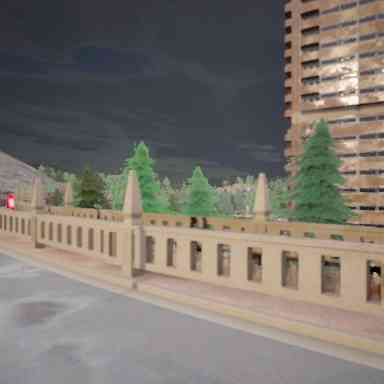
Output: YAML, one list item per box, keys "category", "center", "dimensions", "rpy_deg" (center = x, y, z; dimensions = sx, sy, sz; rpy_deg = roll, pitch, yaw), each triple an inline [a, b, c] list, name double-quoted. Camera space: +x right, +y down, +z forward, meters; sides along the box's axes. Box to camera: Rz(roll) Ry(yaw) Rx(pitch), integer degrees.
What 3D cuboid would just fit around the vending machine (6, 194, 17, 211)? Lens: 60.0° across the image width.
- category: "vending machine"
  center: [-23.534, 1.338, 43.414]
  dimensions: [1.100, 2.100, 0.880]
  rpy_deg: [0, 0, -20]
